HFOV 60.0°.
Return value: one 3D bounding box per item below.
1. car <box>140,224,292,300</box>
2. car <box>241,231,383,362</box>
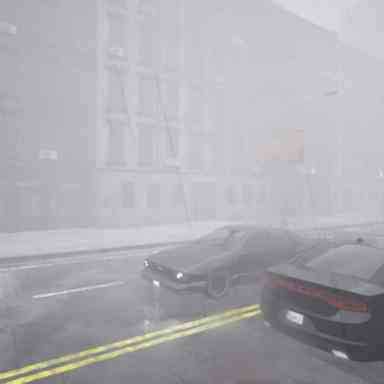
[{"bbox_3d":[1.404,1.584,8.675,5.357,1.411,2.033,0,0,-35],"label":"car"},{"bbox_3d":[3.378,1.514,5.843,5.008,1.535,1.882,0,0,-35],"label":"car"}]
